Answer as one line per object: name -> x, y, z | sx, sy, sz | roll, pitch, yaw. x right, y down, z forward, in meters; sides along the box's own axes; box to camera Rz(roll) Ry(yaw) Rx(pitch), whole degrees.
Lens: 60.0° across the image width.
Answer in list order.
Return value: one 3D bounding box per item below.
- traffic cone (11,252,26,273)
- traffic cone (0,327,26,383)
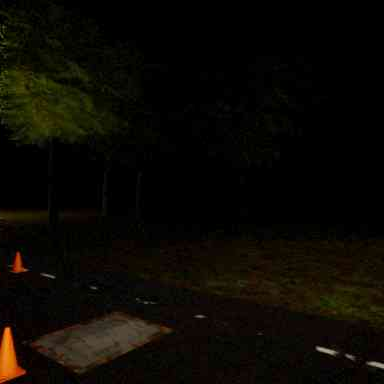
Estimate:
traffic cone -> -5.355, 2.149, 10.267 | 0.340, 0.580, 0.340 | 0, -2, 37
traffic cone -> -2.368, 2.038, 4.263 | 0.340, 0.580, 0.340 | 0, -2, 37
